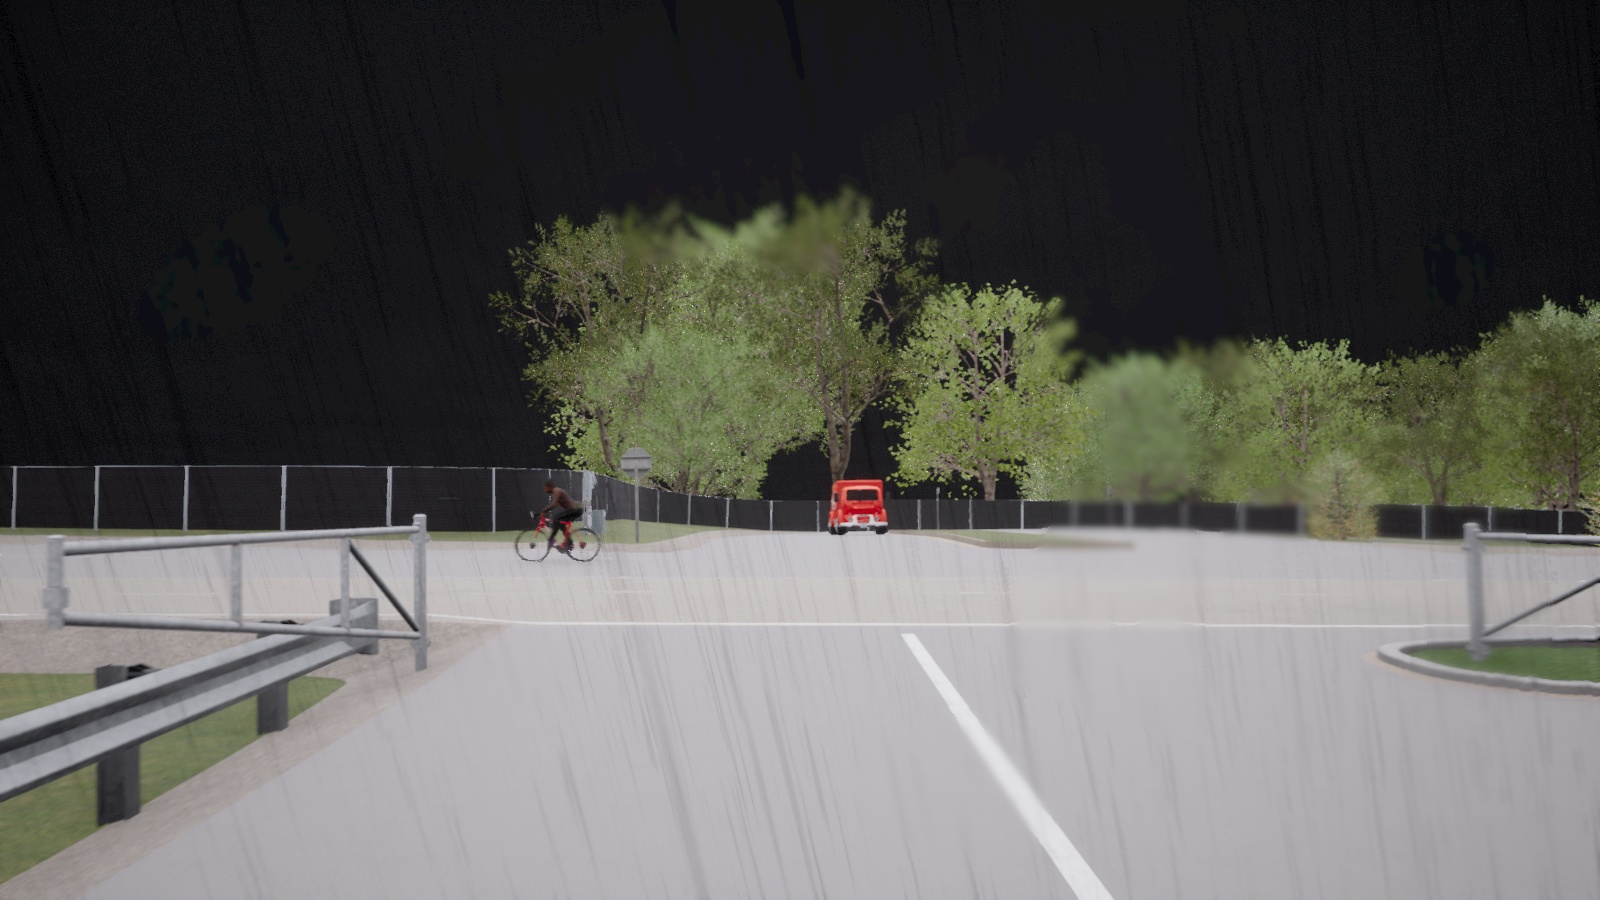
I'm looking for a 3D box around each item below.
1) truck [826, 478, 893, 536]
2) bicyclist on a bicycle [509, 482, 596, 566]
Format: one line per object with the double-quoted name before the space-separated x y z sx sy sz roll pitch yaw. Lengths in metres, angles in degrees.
"truck" 2.641 2.625 57.277 2.627 2.467 5.204 -1 -4 -2
"bicyclist on a bicycle" -4.857 1.453 24.735 1.656 1.620 0.582 0 -4 -9
